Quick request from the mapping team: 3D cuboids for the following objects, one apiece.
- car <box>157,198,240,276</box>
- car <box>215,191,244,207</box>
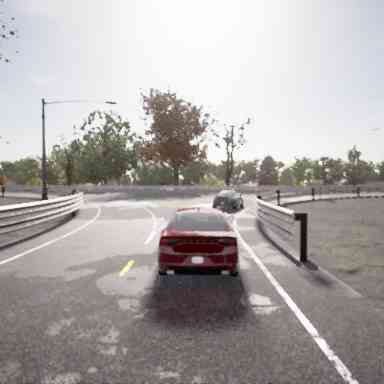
[{"bbox_3d":[0.197,1.156,9.331,1.882,1.535,5.008,0,2,2],"label":"car"},{"bbox_3d":[3.007,0.603,27.097,1.812,1.442,4.674,1,2,18],"label":"car"}]
